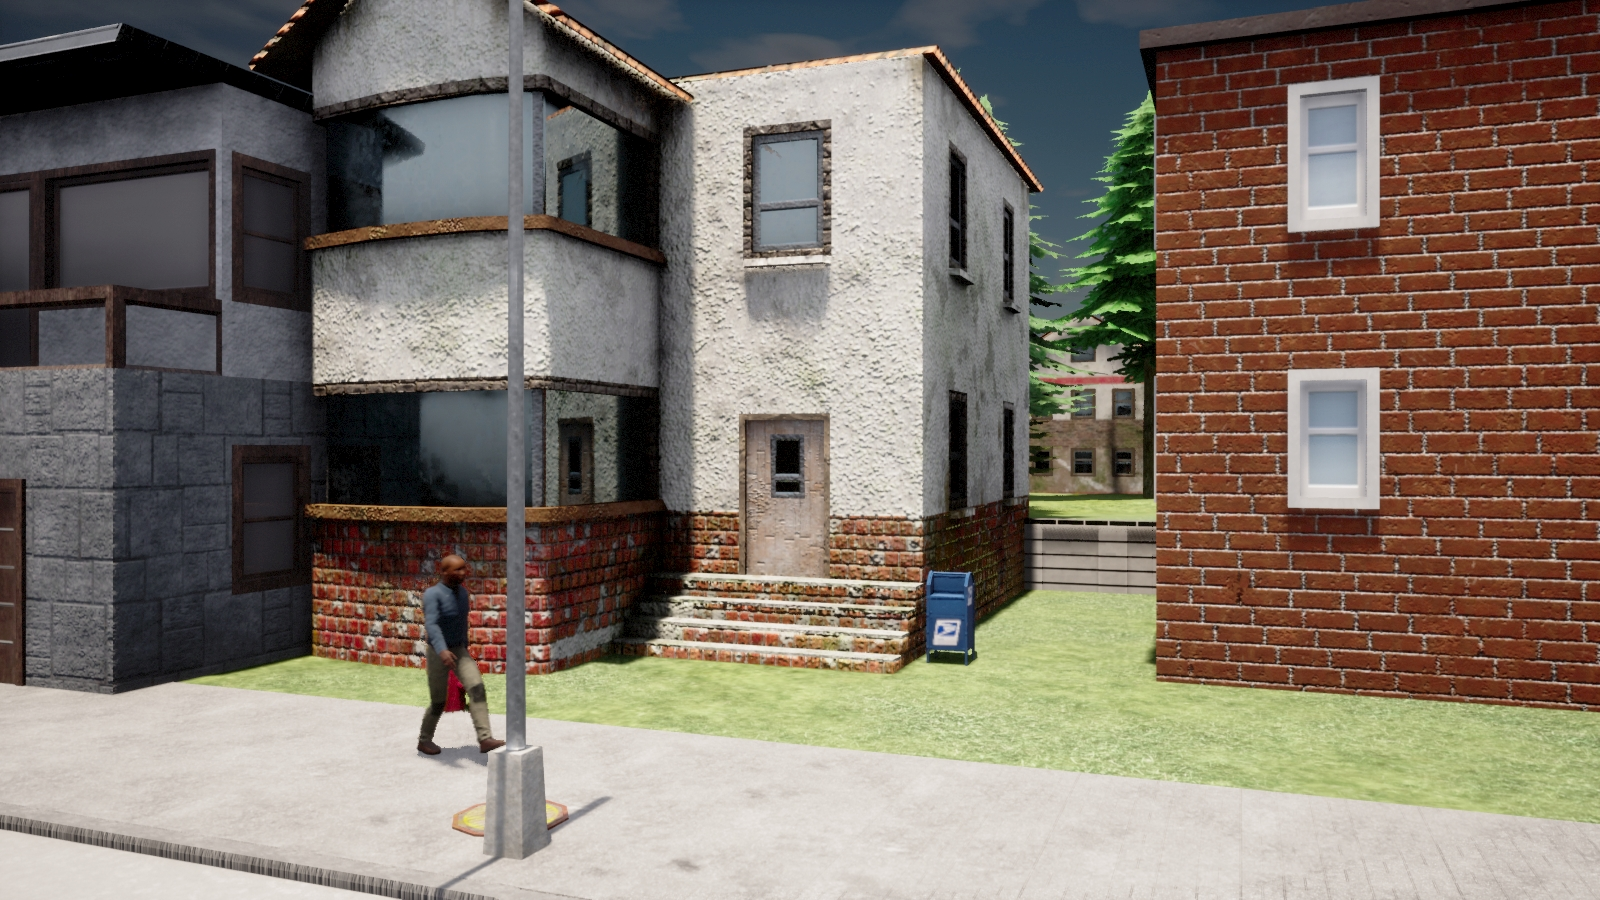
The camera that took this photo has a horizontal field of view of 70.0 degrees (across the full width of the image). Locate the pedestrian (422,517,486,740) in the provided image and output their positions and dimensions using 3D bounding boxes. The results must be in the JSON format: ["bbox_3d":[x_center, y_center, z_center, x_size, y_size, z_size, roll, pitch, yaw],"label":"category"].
[{"bbox_3d":[-3.000,1.524,9.912,0.375,1.860,0.375,0,0,33],"label":"pedestrian"}]
